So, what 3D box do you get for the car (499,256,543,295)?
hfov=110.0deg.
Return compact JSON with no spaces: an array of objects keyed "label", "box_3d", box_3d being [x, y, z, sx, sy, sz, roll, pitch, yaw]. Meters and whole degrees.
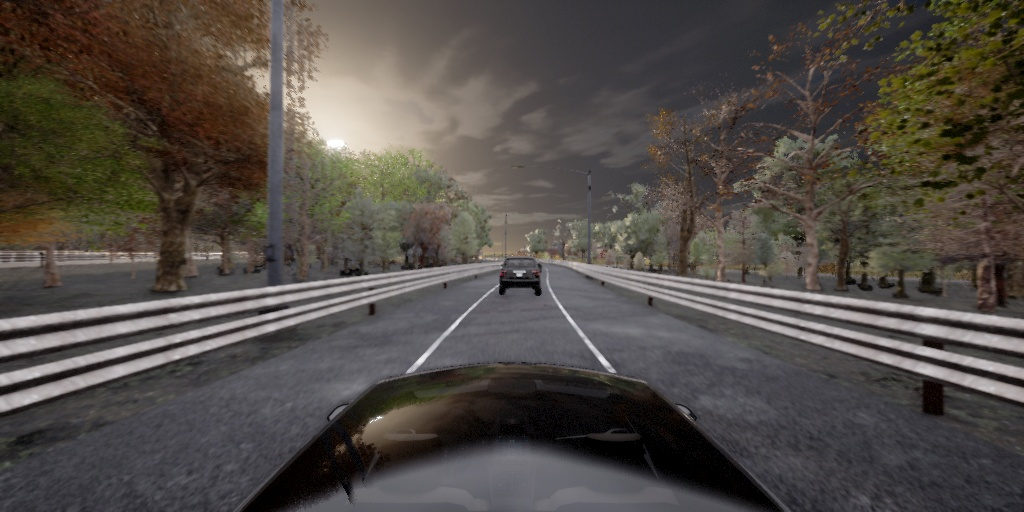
[{"label":"car","box_3d":[0.539,1.035,20.623,2.150,2.045,5.566,0,0,4]}]
